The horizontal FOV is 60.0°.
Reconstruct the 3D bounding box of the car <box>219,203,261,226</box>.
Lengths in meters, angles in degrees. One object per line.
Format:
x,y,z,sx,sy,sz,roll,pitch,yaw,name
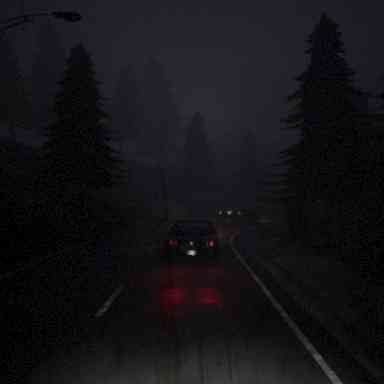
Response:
3.936,1.645,26.747,2.097,1.767,4.553,0,-1,32,car

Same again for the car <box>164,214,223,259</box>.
0.094,1.747,13.217,1.895,1.301,4.718,0,-1,3,car
